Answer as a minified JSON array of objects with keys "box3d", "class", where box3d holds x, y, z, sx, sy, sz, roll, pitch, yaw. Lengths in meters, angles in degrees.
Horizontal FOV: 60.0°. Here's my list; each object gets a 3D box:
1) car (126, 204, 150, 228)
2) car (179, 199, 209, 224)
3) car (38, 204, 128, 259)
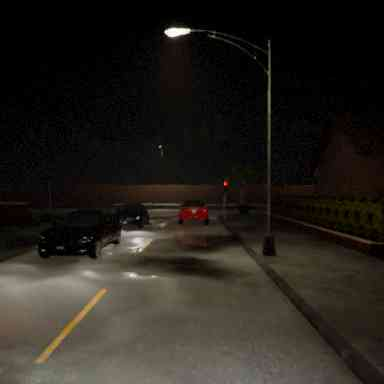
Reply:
[{"box3d":[-3.892,1.504,21.753,1.812,1.442,4.674,0,0,0],"class":"car"},{"box3d":[0.128,1.333,24.738,2.097,1.767,4.553,0,0,0],"class":"car"},{"box3d":[-4.020,1.442,12.692,1.882,1.535,5.008,0,0,0],"class":"car"}]
